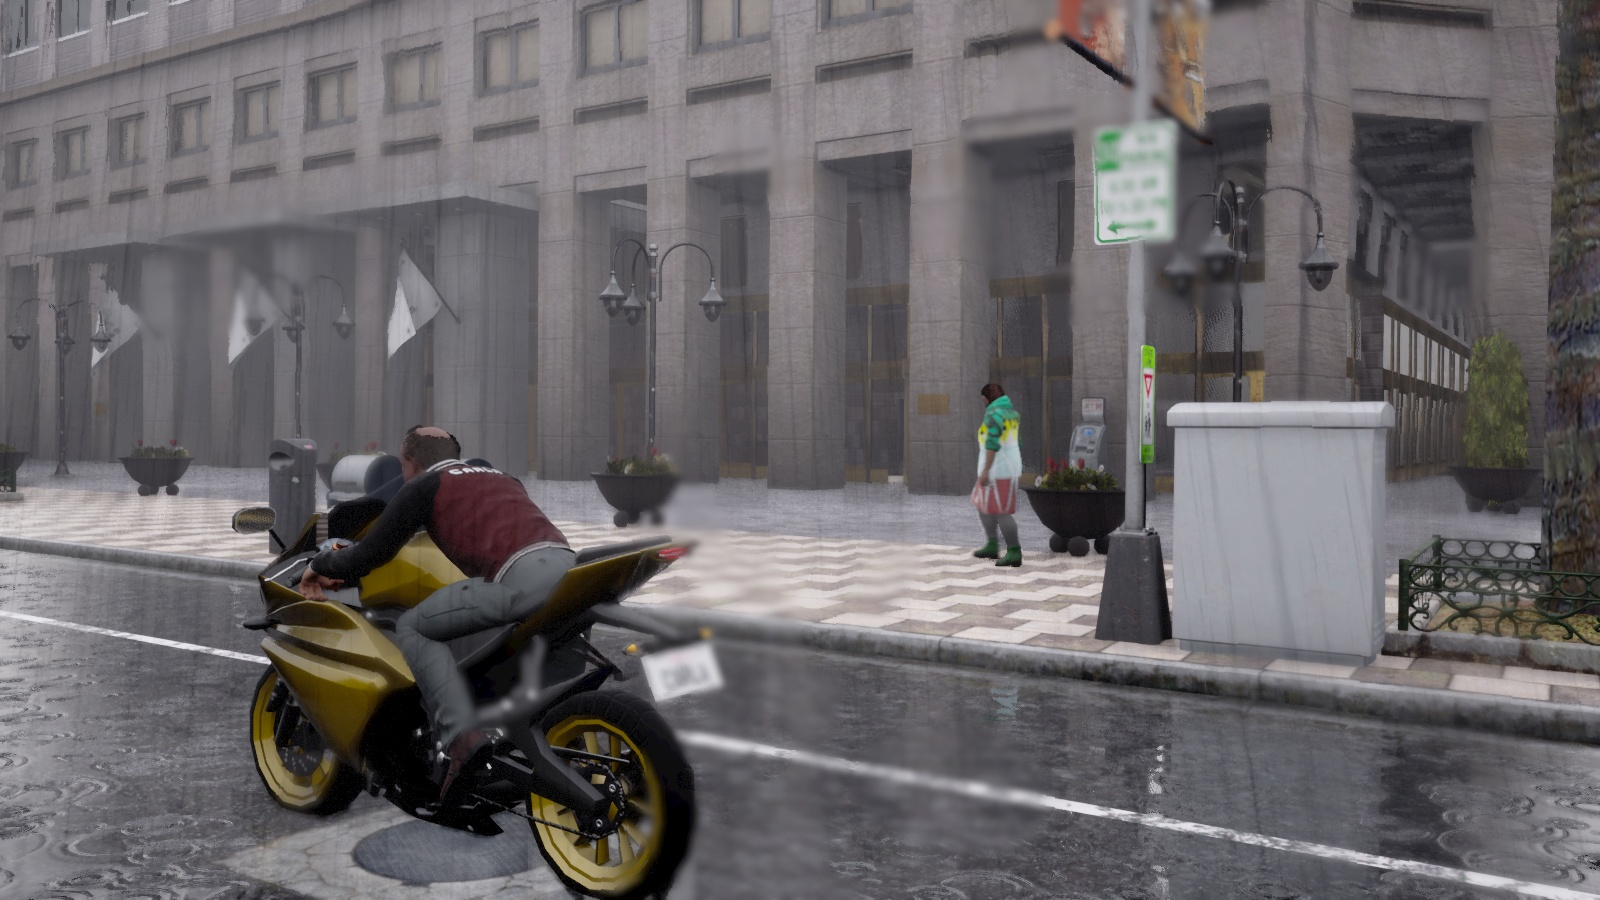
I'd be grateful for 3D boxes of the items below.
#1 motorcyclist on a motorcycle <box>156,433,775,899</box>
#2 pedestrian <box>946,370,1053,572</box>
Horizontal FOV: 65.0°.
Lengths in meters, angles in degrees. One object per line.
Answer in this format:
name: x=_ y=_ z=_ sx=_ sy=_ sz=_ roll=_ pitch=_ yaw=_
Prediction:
motorcyclist on a motorcycle: x=-1.241 y=0.717 z=4.448 sx=2.191 sy=1.530 sz=0.866 roll=0 pitch=1 yaw=34
pedestrian: x=2.012 y=0.197 z=12.655 sx=0.873 sy=1.952 sz=0.659 roll=0 pitch=1 yaw=29
